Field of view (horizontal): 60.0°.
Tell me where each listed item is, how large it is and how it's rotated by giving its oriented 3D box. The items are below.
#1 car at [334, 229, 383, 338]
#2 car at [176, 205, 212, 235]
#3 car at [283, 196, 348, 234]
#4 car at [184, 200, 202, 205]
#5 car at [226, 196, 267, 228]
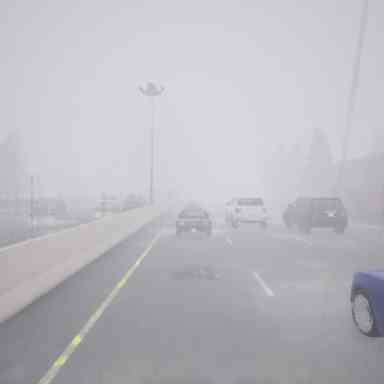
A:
[{"bbox_3d":[3.601,1.487,3.625,1.882,1.535,5.008,0,0,0],"label":"car"},{"bbox_3d":[0.095,1.649,19.090,1.895,1.301,4.718,0,0,0],"label":"car"},{"bbox_3d":[7.100,1.271,19.664,2.150,2.045,5.566,0,0,0],"label":"car"},{"bbox_3d":[0.095,1.616,36.727,1.812,1.442,4.674,0,0,0],"label":"car"},{"bbox_3d":[3.601,1.279,22.769,2.150,2.045,5.566,0,0,0],"label":"car"}]
